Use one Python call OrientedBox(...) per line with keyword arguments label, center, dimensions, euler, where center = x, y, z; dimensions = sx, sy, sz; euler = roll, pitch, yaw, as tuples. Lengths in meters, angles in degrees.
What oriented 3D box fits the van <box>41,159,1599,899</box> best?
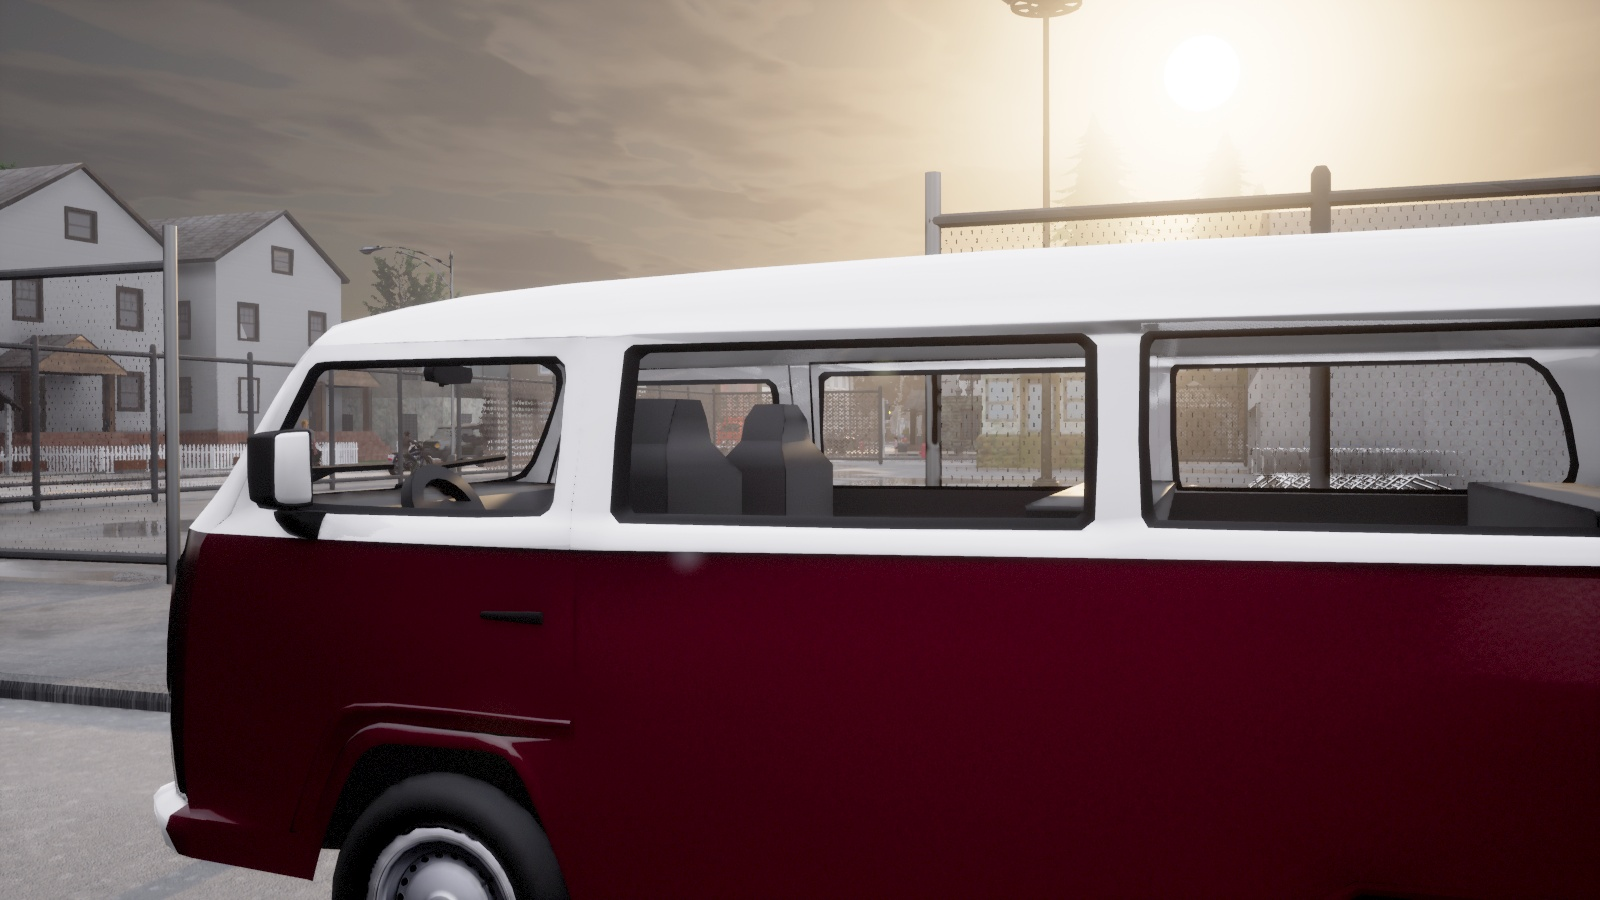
OrientedBox(label="van", center=(0.462, 0.495, 3.565), dimensions=(4.480, 2.038, 2.069), euler=(1, 1, 19))
